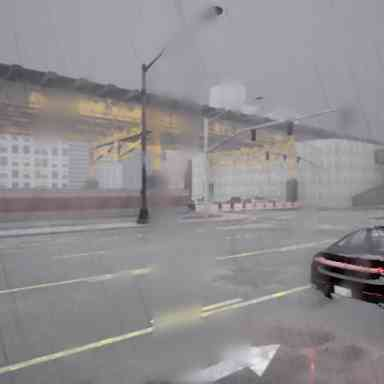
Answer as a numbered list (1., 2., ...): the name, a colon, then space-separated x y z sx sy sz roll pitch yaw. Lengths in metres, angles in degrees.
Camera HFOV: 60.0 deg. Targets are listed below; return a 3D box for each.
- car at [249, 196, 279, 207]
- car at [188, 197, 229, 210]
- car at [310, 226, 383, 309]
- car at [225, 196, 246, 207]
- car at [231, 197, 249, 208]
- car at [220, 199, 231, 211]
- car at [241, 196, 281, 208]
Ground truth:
1. car: 9.482 1.203 46.252 4.536 1.218 1.853 0 0 -7
2. car: 1.828 1.230 39.821 4.536 1.218 1.853 0 0 8
3. car: 4.550 1.471 7.049 4.902 1.511 2.128 0 0 -35
4. car: 5.640 1.217 42.548 1.853 1.218 4.536 0 0 18
5. car: 5.624 1.375 42.499 2.038 1.542 4.974 0 0 18
6. car: 1.879 1.387 39.814 4.974 1.542 2.038 0 0 8
7. car: 9.534 1.360 46.259 4.974 1.542 2.038 0 0 -7
